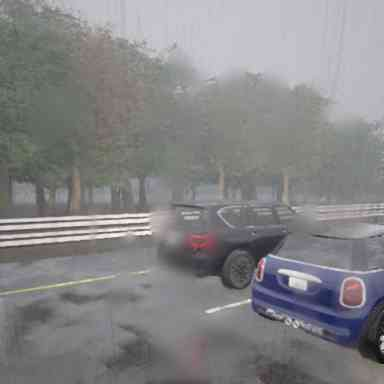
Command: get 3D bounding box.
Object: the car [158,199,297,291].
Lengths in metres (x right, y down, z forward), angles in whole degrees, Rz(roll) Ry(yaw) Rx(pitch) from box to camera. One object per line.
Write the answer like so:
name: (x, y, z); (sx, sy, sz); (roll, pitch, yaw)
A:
car: (1.747, 1.224, 9.292); (5.566, 2.045, 2.150); (0, 0, -36)

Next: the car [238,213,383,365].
car: (3.274, 1.353, 6.082); (4.553, 1.767, 2.097); (0, 0, -35)
